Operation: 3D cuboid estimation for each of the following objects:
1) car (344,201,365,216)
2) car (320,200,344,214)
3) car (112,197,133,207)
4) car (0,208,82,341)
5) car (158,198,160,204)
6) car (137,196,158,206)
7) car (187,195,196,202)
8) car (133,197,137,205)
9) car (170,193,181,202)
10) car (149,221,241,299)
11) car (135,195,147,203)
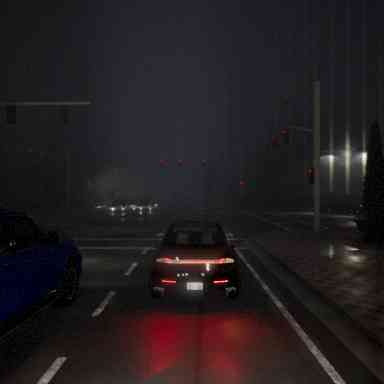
[{"bbox_3d":[17.480,1.505,31.407,4.892,1.490,1.837,0,0,-1],"label":"car"},{"bbox_3d":[15.232,1.564,34.882,4.181,1.385,1.994,0,0,-1],"label":"car"},{"bbox_3d":[-10.687,1.526,50.207,1.812,1.442,4.674,0,0,0],"label":"car"},{"bbox_3d":[-3.451,1.221,4.822,2.150,2.045,5.566,0,0,1],"label":"car"},{"bbox_3d":[-7.168,1.564,62.884,1.994,1.385,4.181,0,0,0],"label":"car"},{"bbox_3d":[-7.182,1.505,53.975,1.837,1.490,4.892,0,0,0],"label":"car"},{"bbox_3d":[-0.133,1.429,75.500,1.837,1.490,4.892,0,0,0],"label":"car"},{"bbox_3d":[-10.674,1.601,59.316,1.895,1.301,4.718,0,0,0],"label":"car"},{"bbox_3d":[-3.613,1.225,73.496,2.150,2.045,5.566,0,0,0],"label":"car"},{"bbox_3d":[0.078,1.492,8.454,2.128,1.511,4.902,0,0,1],"label":"car"},{"bbox_3d":[-10.623,1.477,69.758,1.882,1.535,5.008,0,0,0],"label":"car"}]
